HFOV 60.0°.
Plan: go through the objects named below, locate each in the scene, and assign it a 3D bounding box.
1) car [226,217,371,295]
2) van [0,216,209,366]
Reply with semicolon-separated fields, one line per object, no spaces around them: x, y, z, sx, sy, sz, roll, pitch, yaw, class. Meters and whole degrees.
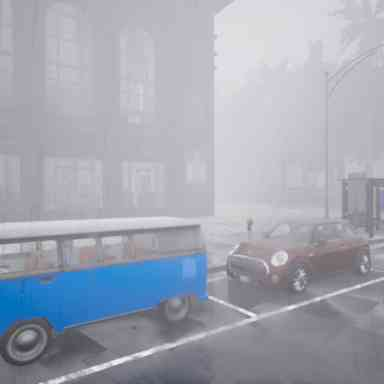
2.810;1.436;8.646;4.097;1.590;1.967;0;0;-35;car
-1.611;1.340;5.501;3.998;1.788;1.690;0;0;-35;van
